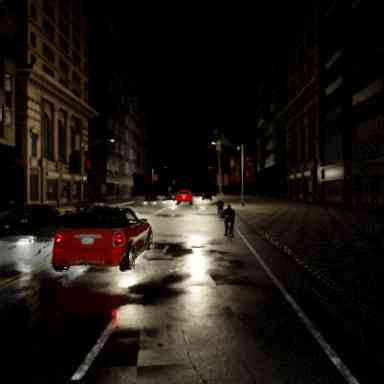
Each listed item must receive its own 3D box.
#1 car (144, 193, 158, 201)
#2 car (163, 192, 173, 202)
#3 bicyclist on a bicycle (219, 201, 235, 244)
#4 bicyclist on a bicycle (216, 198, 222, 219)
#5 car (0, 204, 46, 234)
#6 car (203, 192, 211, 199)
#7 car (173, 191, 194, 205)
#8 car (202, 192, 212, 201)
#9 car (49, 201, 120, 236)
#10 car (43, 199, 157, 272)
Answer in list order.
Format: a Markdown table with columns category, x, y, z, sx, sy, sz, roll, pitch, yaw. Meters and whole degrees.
| category | x | y | z | sx | sy | sz | roll | pitch | yaw |
| --- | --- | --- | --- | --- | --- | --- | --- | --- | --- |
| car | -7.193 | 0.953 | 59.128 | 1.882 | 1.535 | 5.008 | 0 | 1 | 3 |
| car | -3.939 | 0.817 | 59.128 | 2.097 | 1.767 | 4.553 | 0 | 1 | 3 |
| bicyclist on a bicycle | 1.579 | 1.344 | 14.078 | 0.582 | 1.620 | 1.656 | 0 | 0 | 2 |
| bicyclist on a bicycle | 1.977 | 1.270 | 23.285 | 0.582 | 1.620 | 1.656 | 0 | 0 | 2 |
| car | -8.976 | 1.414 | 18.677 | 1.812 | 1.442 | 4.674 | 0 | 0 | 2 |
| car | 3.435 | 0.701 | 77.781 | 1.882 | 1.535 | 5.008 | 0 | 1 | 2 |
| car | -0.994 | 0.803 | 48.271 | 2.150 | 2.045 | 5.566 | 0 | 0 | 2 |
| car | 2.894 | 0.897 | 63.246 | 1.837 | 1.490 | 4.892 | 0 | 1 | 3 |
| car | -5.729 | 1.371 | 18.509 | 2.128 | 1.511 | 4.902 | 0 | 0 | 2 |
| car | -2.612 | 1.280 | 10.755 | 2.097 | 1.767 | 4.553 | 0 | 0 | 2 |
